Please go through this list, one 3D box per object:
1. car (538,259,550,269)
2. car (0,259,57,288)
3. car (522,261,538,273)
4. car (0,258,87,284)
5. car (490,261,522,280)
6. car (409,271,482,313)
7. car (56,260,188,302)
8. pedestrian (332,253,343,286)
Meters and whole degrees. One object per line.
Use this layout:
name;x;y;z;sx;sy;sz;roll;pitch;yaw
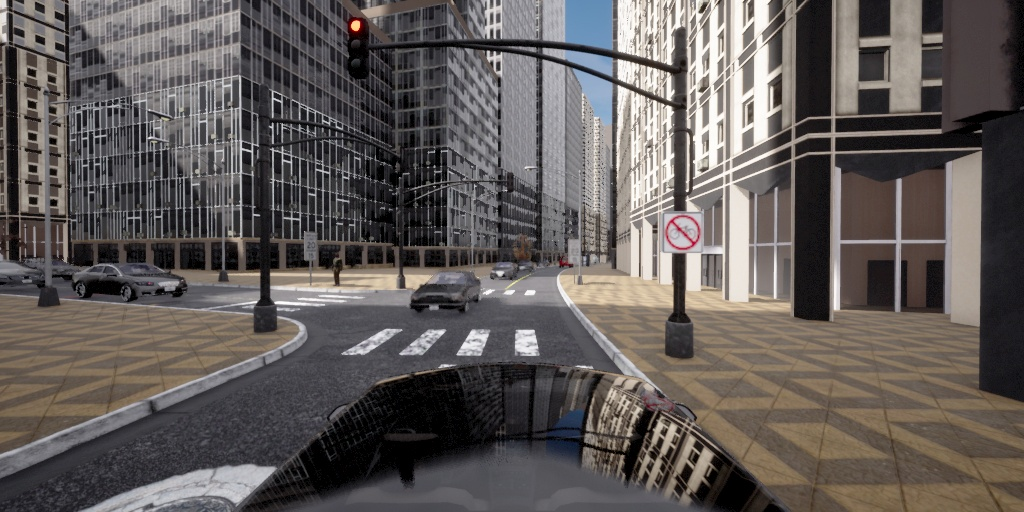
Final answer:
car;5.394;1.280;61.737;2.128;1.511;4.902;0;0;15
car;-25.926;0.941;18.180;4.674;1.442;1.812;1;1;17
car;1.688;1.351;45.808;2.128;1.511;4.902;0;0;11
car;-29.603;0.872;22.330;5.357;1.411;2.033;1;1;16
car;-0.647;1.286;31.720;2.128;1.511;4.902;0;0;8
car;-2.370;1.299;14.285;2.033;1.411;5.357;0;0;4
car;-16.366;1.043;15.381;4.902;1.511;2.128;1;1;16
pedestrian;-9.518;0.716;19.477;0.375;1.860;0.375;0;0;16
